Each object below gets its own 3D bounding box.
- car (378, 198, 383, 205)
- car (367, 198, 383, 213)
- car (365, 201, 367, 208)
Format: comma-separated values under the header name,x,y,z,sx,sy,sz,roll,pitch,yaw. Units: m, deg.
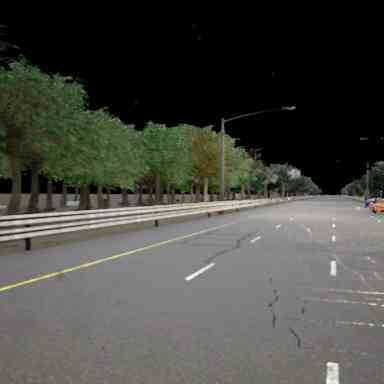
name,x,y,z,sx,sy,sz,roll,pitch,yaw
car,42.895,2.071,73.424,1.837,1.490,4.892,0,0,44
car,23.099,1.663,40.678,2.097,1.767,4.553,0,0,23
car,31.081,1.922,57.457,1.882,1.535,5.008,0,-1,30
